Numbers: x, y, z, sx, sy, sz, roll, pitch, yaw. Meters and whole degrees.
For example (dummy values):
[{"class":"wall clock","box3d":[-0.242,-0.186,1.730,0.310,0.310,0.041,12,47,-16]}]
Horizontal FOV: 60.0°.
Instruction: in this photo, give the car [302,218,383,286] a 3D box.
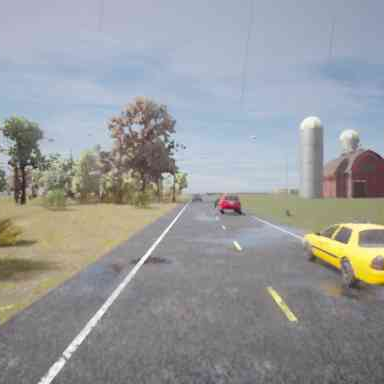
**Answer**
[{"class":"car","box3d":[4.670,1.512,9.453,1.801,1.575,5.366,1,0,1]}]

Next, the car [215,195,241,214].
[{"class":"car","box3d":[4.128,1.289,36.775,2.150,2.045,5.566,1,0,1]}]

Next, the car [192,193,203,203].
[{"class":"car","box3d":[1.117,1.260,70.944,2.150,2.045,5.566,1,0,1]}]

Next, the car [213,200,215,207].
[{"class":"car","box3d":[4.284,1.577,50.501,1.837,1.490,4.892,1,0,1]}]
